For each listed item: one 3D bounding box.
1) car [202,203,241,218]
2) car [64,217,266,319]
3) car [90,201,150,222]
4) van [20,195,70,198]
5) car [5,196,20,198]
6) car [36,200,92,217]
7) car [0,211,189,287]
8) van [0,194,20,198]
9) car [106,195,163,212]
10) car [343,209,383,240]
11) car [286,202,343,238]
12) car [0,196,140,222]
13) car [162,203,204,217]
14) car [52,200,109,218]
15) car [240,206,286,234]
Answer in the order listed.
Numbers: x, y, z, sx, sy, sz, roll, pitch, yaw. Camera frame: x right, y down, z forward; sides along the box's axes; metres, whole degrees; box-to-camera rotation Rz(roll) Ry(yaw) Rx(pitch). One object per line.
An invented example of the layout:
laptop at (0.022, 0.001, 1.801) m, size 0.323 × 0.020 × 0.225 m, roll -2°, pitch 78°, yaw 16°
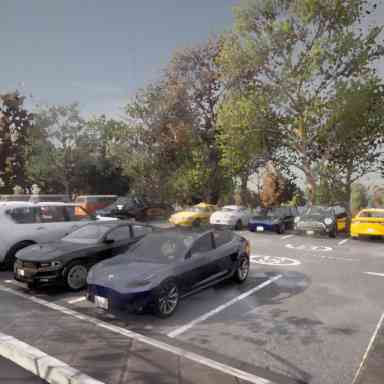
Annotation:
car at (2.941, 1.613, 21.943) m, size 2.002 × 1.452 × 4.674 m, roll 0°, pitch 0°, yaw 36°
car at (-0.272, 1.629, 8.082) m, size 2.163 × 1.488 × 4.792 m, roll 0°, pitch 0°, yaw 36°
car at (-6.040, 1.565, 28.429) m, size 2.163 × 1.488 × 4.792 m, roll 0°, pitch 0°, yaw 36°
van at (-15.037, 1.310, 34.859) m, size 1.878 × 1.987 × 4.442 m, roll 0°, pitch 0°, yaw 36°
car at (-17.224, 1.548, 36.586) m, size 2.097 × 1.535 × 5.008 m, roll 0°, pitch 0°, yaw 36°
car at (-12.728, 1.557, 33.353) m, size 2.163 × 1.488 × 4.792 m, roll 0°, pitch 0°, yaw 36°
car at (-2.499, 1.590, 9.740) m, size 2.097 × 1.535 × 5.008 m, roll 0°, pitch 0°, yaw 36°
van at (-19.401, 1.337, 38.304) m, size 1.878 × 1.987 × 4.442 m, roll 0°, pitch 0°, yaw 36°
car at (-3.765, 1.293, 26.848) m, size 2.435 × 2.045 × 5.566 m, roll 0°, pitch 0°, yaw 36°
car at (9.566, 1.600, 17.133) m, size 2.097 × 1.535 × 5.008 m, roll 0°, pitch 0°, yaw 36°
car at (7.345, 1.465, 18.790) m, size 2.185 × 1.767 × 4.553 m, roll 0°, pitch 0°, yaw 36°
car at (-4.732, 1.329, 11.389) m, size 2.435 × 2.045 × 5.566 m, roll 0°, pitch 0°, yaw 36°
car at (0.592, 1.560, 23.422) m, size 1.946 × 1.575 × 5.366 m, roll 0°, pitch 0°, yaw 36°
car at (-10.592, 1.554, 31.803) m, size 2.163 × 1.488 × 4.792 m, roll 0°, pitch 0°, yaw 36°
car at (5.168, 1.611, 20.295) m, size 2.163 × 1.488 × 4.792 m, roll 0°, pitch 0°, yaw 36°
